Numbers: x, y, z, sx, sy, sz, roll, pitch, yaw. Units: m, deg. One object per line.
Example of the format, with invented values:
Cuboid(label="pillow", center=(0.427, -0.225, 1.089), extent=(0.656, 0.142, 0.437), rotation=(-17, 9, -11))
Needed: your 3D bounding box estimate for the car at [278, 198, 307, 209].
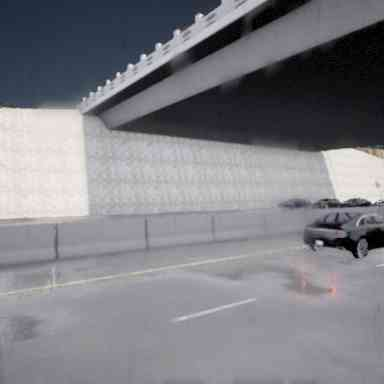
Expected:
Cuboid(label="car", center=(13.644, 1.508, 43.803), extent=(5.357, 1.411, 2.033), rotation=(0, 0, -35))

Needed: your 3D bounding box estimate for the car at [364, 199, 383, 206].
Cuboid(label="car", center=(21.105, 1.522, 36.221), extent=(4.181, 1.385, 1.994), rotation=(0, 0, -35))

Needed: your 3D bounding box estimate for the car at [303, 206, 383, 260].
Cuboid(label="car", center=(6.213, 1.478, 12.471), extent=(4.902, 1.511, 2.128), rotation=(0, 0, -35))

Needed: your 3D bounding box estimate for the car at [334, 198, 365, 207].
Cuboid(label="car", center=(19.294, 1.436, 39.229), extent=(5.008, 1.535, 1.882), rotation=(0, 0, -35))

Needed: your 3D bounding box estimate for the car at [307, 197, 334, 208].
Cuboid(label="car", center=(17.110, 1.464, 41.967), extent=(4.892, 1.490, 1.837), rotation=(0, 0, -35))
